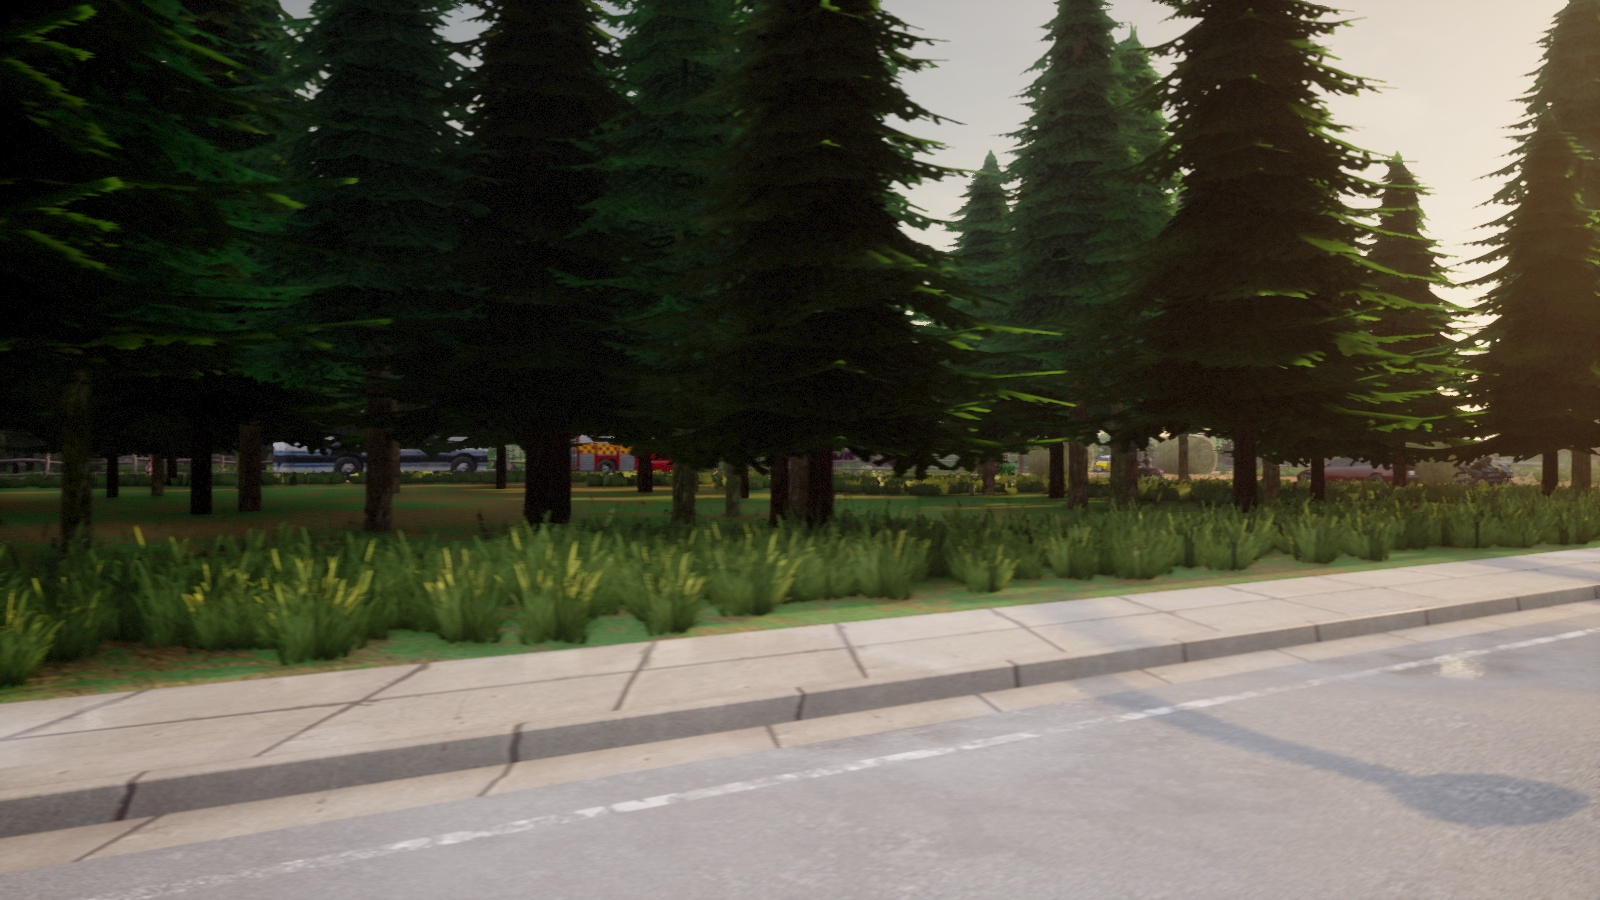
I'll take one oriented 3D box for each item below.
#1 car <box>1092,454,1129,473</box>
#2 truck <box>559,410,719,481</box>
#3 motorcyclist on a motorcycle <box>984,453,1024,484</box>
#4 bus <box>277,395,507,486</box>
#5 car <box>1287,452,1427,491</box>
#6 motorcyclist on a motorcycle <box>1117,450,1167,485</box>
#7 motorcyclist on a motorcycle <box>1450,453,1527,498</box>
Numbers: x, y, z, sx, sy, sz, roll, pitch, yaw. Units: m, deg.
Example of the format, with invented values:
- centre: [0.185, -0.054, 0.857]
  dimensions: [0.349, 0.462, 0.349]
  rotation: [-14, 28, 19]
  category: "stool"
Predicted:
- centre: [22.518, 0.972, 91.129]
  dimensions: [2.207, 1.376, 1.481]
  rotation: [0, 0, -33]
  category: "car"
- centre: [-8.976, -0.231, 70.609]
  dimensions: [8.468, 3.827, 2.891]
  rotation: [0, 0, -33]
  category: "truck"
- centre: [10.190, 0.889, 62.786]
  dimensions: [0.797, 1.523, 2.044]
  rotation: [0, 0, -36]
  category: "motorcyclist on a motorcycle"
- centre: [-20.361, -0.433, 63.043]
  dimensions: [10.273, 4.253, 3.944]
  rotation: [0, 0, -34]
  category: "bus"
- centre: [22.730, 0.851, 51.437]
  dimensions: [2.163, 1.488, 4.792]
  rotation: [0, 0, -36]
  category: "car"
- centre: [16.373, 0.838, 60.215]
  dimensions: [0.766, 1.649, 2.350]
  rotation: [0, 0, -36]
  category: "motorcyclist on a motorcycle"
- centre: [23.970, 0.864, 43.757]
  dimensions: [0.866, 1.530, 2.191]
  rotation: [0, 0, -36]
  category: "motorcyclist on a motorcycle"
